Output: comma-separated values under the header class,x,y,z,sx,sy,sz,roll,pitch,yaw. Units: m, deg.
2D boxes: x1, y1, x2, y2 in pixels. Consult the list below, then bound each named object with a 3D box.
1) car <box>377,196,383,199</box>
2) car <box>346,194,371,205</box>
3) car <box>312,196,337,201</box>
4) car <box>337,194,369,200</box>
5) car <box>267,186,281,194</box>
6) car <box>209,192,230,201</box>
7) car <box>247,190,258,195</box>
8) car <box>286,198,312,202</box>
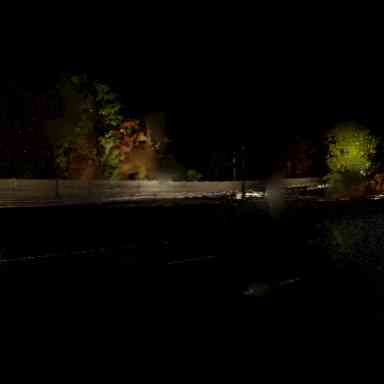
class,x,y,z,sx,sy,sz,roll,pitch,yaw
car,32.427,1.417,55.888,5.357,1.411,2.033,0,0,-38
car,28.764,1.204,57.490,4.553,1.767,2.097,0,0,-37
car,19.108,1.340,45.629,5.008,1.535,1.882,0,0,-37
car,21.286,1.358,42.890,5.008,1.535,1.882,0,0,-37
car,20.444,-0.504,82.887,2.150,2.045,5.566,0,3,33
car,4.793,0.733,56.218,2.033,1.411,5.357,0,1,29
car,12.346,0.391,69.725,1.812,1.442,4.674,0,2,30
car,15.390,1.445,47.187,4.718,1.301,1.895,0,0,-38
